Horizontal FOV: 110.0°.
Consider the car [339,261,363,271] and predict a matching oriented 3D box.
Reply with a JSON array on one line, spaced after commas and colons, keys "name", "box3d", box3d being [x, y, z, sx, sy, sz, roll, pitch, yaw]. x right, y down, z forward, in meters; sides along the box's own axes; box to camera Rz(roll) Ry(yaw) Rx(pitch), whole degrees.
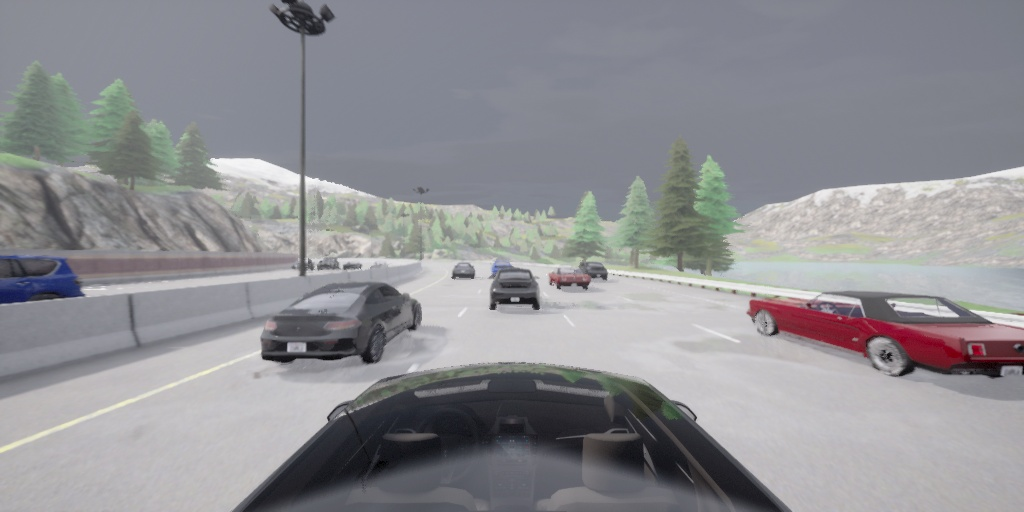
[{"name": "car", "box3d": [-21.673, 1.310, 48.949, 1.895, 1.301, 4.718, 0, 0, -13]}]

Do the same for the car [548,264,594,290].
[{"name": "car", "box3d": [3.402, 1.332, 22.307, 1.895, 1.301, 4.718, 0, 0, -2]}]

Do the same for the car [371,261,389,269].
[{"name": "car", "box3d": [-18.256, 1.309, 49.763, 1.895, 1.301, 4.718, 0, 0, -13]}]

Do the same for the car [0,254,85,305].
[{"name": "car", "box3d": [-14.105, 0.967, 8.546, 2.150, 2.045, 5.566, 0, 0, 0]}]

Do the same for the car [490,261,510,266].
[{"name": "car", "box3d": [-1.040, 1.199, 34.223, 1.882, 1.535, 5.008, 0, 0, -6]}]

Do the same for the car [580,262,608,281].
[{"name": "car", "box3d": [6.418, 1.231, 29.828, 1.837, 1.490, 4.892, 1, 0, -5]}]

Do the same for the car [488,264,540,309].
[{"name": "car", "box3d": [0.090, 1.244, 14.842, 1.837, 1.490, 4.892, 0, 0, -1]}]

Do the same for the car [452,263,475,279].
[{"name": "car", "box3d": [-4.405, 1.287, 32.687, 1.994, 1.385, 4.181, 0, 0, -6]}]

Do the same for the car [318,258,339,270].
[{"name": "car", "box3d": [-25.670, 1.060, 50.422, 2.097, 1.767, 4.553, 0, 0, -14]}]

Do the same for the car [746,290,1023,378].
[{"name": "car", "box3d": [7.103, 1.346, 7.311, 1.895, 1.301, 4.718, 0, 0, 0]}]

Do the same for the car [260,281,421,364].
[{"name": "car", "box3d": [-3.398, 1.270, 7.963, 1.812, 1.442, 4.674, 0, 0, 0]}]

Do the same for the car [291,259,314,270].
[{"name": "car", "box3d": [-29.206, 1.199, 50.138, 2.128, 1.511, 4.902, 0, 0, -14]}]
